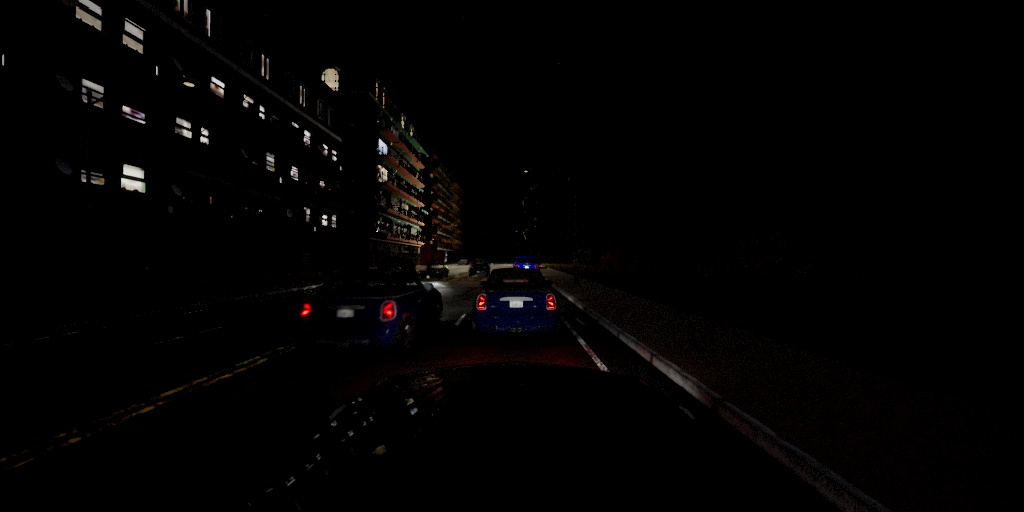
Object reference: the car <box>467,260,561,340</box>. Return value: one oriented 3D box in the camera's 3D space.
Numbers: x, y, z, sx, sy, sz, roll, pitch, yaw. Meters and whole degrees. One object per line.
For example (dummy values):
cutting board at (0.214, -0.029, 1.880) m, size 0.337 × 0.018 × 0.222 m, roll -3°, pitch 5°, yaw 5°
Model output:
car at (0.103, 1.103, 10.177) m, size 2.097 × 1.767 × 4.553 m, roll 0°, pitch 0°, yaw 0°

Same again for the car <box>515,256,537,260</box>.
car at (1.151, 0.979, 30.130) m, size 2.150 × 2.045 × 5.566 m, roll 0°, pitch 0°, yaw 0°

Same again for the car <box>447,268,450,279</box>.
car at (-6.586, 1.354, 30.351) m, size 1.895 × 1.301 × 4.718 m, roll 0°, pitch 0°, yaw 0°

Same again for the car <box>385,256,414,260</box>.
car at (-9.837, 0.975, 30.767) m, size 2.150 × 2.045 × 5.566 m, roll 0°, pitch 0°, yaw 0°

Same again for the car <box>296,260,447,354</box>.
car at (-3.148, 1.104, 8.902) m, size 2.097 × 1.767 × 4.553 m, roll 0°, pitch 0°, yaw 0°

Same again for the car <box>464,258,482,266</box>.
car at (-3.134, 1.245, 35.535) m, size 2.128 × 1.511 × 4.902 m, roll 0°, pitch 0°, yaw 0°
